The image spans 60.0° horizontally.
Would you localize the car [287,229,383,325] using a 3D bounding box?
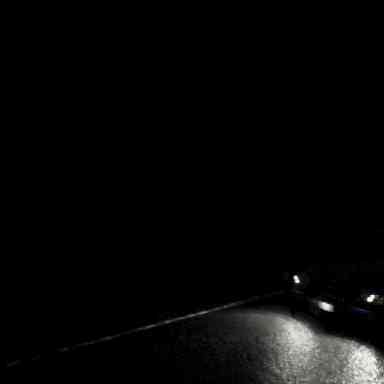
[{"bbox_3d":[4.417,1.540,7.143,5.357,1.411,2.033,0,0,-35],"label":"car"}]
